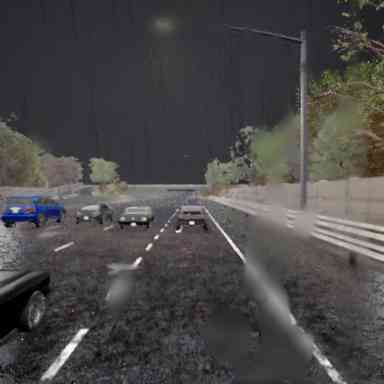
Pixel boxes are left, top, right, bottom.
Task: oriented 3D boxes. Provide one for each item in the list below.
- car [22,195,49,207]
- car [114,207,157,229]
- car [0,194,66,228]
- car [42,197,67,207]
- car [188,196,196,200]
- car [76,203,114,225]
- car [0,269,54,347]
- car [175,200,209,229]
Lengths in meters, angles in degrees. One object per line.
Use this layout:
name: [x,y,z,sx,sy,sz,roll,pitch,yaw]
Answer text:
car: [-24.552,1.378,52.277,2.097,1.767,4.553,0,0,1]
car: [-3.403,1.603,21.563,1.895,1.301,4.718,0,0,0]
car: [-10.406,1.219,22.293,2.150,2.045,5.566,0,0,0]
car: [-21.066,1.504,51.191,1.882,1.535,5.008,0,0,1]
car: [-0.020,1.637,76.150,1.812,1.442,4.674,0,0,0]
car: [-6.908,1.526,24.012,1.812,1.442,4.674,0,0,0]
car: [-3.401,1.599,3.841,1.895,1.301,4.718,0,0,0]
car: [-0.007,1.510,21.484,1.837,1.490,4.892,0,0,0]
